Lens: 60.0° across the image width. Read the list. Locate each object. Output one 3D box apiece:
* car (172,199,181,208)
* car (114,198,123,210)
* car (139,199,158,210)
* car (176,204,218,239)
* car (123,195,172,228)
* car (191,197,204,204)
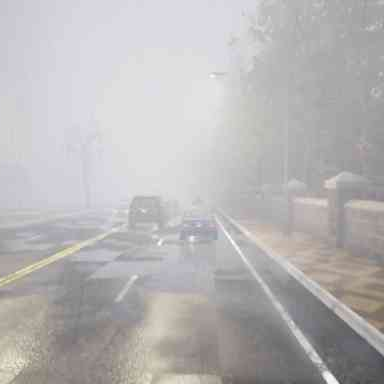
[{"bbox_3d":[-2.515,1.574,42.865,2.033,1.411,5.357,0,0,1],"label":"car"},{"bbox_3d":[-9.086,1.593,44.816,1.812,1.442,4.674,0,0,1],"label":"car"},{"bbox_3d":[-5.836,1.627,44.765,1.994,1.385,4.181,0,0,1],"label":"car"},{"bbox_3d":[0.342,1.554,17.447,2.033,1.411,5.357,0,0,1],"label":"car"},{"bbox_3d":[-2.832,1.237,22.520,2.150,2.045,5.566,0,0,1],"label":"car"},{"bbox_3d":[0.927,1.535,55.311,1.837,1.490,4.892,0,0,1],"label":"car"}]
